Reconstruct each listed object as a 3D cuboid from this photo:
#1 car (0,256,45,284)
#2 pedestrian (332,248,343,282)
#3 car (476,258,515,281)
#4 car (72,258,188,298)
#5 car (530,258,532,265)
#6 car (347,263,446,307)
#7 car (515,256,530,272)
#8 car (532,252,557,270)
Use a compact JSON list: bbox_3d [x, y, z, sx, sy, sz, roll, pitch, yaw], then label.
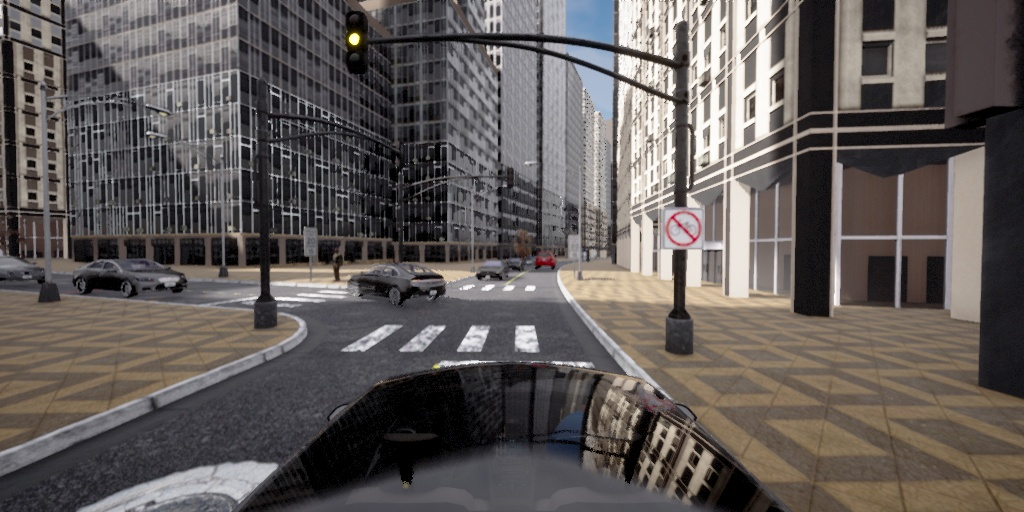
[{"bbox_3d":[-25.921,0.722,18.187,4.674,1.442,1.812,1,2,17],"label":"car"},{"bbox_3d":[-9.514,0.478,19.476,0.375,1.860,0.375,0,1,16],"label":"pedestrian"},{"bbox_3d":[-1.301,0.991,26.760,2.033,1.411,5.357,0,1,7],"label":"car"},{"bbox_3d":[-16.362,0.861,15.387,4.902,1.511,2.128,1,2,16],"label":"car"},{"bbox_3d":[2.741,0.717,50.828,2.128,1.511,4.902,0,1,13],"label":"car"},{"bbox_3d":[-4.788,1.037,14.527,4.902,1.511,2.128,2,1,38],"label":"car"},{"bbox_3d":[0.277,0.880,37.984,2.033,1.411,5.357,0,1,9],"label":"car"},{"bbox_3d":[4.127,0.517,43.009,2.150,2.045,5.566,0,0,10],"label":"car"}]
